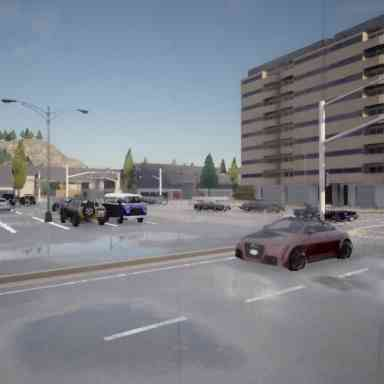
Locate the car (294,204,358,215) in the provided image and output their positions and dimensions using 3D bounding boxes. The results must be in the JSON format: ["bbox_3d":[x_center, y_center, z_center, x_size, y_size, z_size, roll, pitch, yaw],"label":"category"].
[{"bbox_3d":[10.437,1.655,26.005,1.895,1.301,4.718,0,0,-32],"label":"car"}]

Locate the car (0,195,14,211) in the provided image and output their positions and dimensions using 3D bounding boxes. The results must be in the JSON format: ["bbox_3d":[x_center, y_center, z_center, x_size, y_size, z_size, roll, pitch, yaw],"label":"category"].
[{"bbox_3d":[-21.872,1.451,37.845,1.970,1.475,3.806,0,0,-35],"label":"car"}]

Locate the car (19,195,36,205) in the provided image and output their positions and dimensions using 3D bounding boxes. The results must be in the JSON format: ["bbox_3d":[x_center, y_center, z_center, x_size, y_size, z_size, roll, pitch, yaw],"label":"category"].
[{"bbox_3d":[-27.334,1.208,55.301,1.932,1.855,4.605,0,0,-35],"label":"car"}]

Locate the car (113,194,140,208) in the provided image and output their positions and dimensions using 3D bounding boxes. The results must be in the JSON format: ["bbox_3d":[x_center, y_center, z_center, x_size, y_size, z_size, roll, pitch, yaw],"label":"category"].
[{"bbox_3d":[-11.191,1.562,56.800,1.837,1.490,4.892,0,-1,-35],"label":"car"}]

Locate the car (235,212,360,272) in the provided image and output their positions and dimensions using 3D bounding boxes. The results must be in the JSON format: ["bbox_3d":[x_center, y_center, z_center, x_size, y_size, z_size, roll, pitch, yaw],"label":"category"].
[{"bbox_3d":[3.396,1.563,10.869,4.181,1.385,1.994,0,0,-37],"label":"car"}]

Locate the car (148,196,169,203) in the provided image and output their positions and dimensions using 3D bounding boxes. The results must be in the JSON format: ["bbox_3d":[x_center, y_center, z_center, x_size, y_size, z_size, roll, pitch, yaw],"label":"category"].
[{"bbox_3d":[-7.042,1.545,69.299,2.128,1.511,4.902,0,0,-35],"label":"car"}]

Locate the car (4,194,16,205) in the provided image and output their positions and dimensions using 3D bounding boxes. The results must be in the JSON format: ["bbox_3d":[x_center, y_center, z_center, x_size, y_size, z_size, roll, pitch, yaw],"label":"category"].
[{"bbox_3d":[-29.731,1.211,53.677,1.905,1.878,3.866,0,0,-35],"label":"car"}]

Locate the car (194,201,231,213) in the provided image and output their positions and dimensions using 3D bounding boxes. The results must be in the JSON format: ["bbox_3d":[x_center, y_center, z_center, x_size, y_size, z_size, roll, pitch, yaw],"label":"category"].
[{"bbox_3d":[2.326,1.655,37.649,1.895,1.301,4.718,0,0,-35],"label":"car"}]

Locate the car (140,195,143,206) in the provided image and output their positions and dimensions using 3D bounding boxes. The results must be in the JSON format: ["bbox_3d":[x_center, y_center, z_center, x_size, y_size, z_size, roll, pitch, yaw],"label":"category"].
[{"bbox_3d":[-9.354,1.545,66.509,2.128,1.511,4.902,0,0,-35],"label":"car"}]

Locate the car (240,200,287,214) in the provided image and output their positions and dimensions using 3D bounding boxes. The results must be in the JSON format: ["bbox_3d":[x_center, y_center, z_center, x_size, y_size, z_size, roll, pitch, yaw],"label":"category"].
[{"bbox_3d":[7.652,1.601,36.197,2.033,1.411,5.357,0,0,-35],"label":"car"}]

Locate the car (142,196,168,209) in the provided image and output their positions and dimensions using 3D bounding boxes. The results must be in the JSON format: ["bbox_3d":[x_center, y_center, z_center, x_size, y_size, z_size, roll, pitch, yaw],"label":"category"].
[{"bbox_3d":[-5.762,1.547,55.141,2.128,1.511,4.902,0,0,-35],"label":"car"}]
